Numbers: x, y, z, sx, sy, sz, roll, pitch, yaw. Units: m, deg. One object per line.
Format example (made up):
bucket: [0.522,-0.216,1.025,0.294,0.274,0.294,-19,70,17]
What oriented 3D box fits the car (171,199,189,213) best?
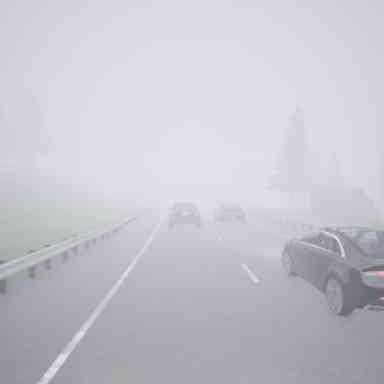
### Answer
car: [-1.552,1.712,41.401,2.128,1.511,4.902,0,0,-3]

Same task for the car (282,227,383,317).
car: [3.494,1.529,7.534,2.128,1.511,4.902,0,0,-1]

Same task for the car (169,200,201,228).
car: [-0.546,1.477,23.523,2.097,1.767,4.553,0,0,-3]

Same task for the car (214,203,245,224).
car: [2.847,1.626,25.811,2.128,1.511,4.902,0,0,-3]
